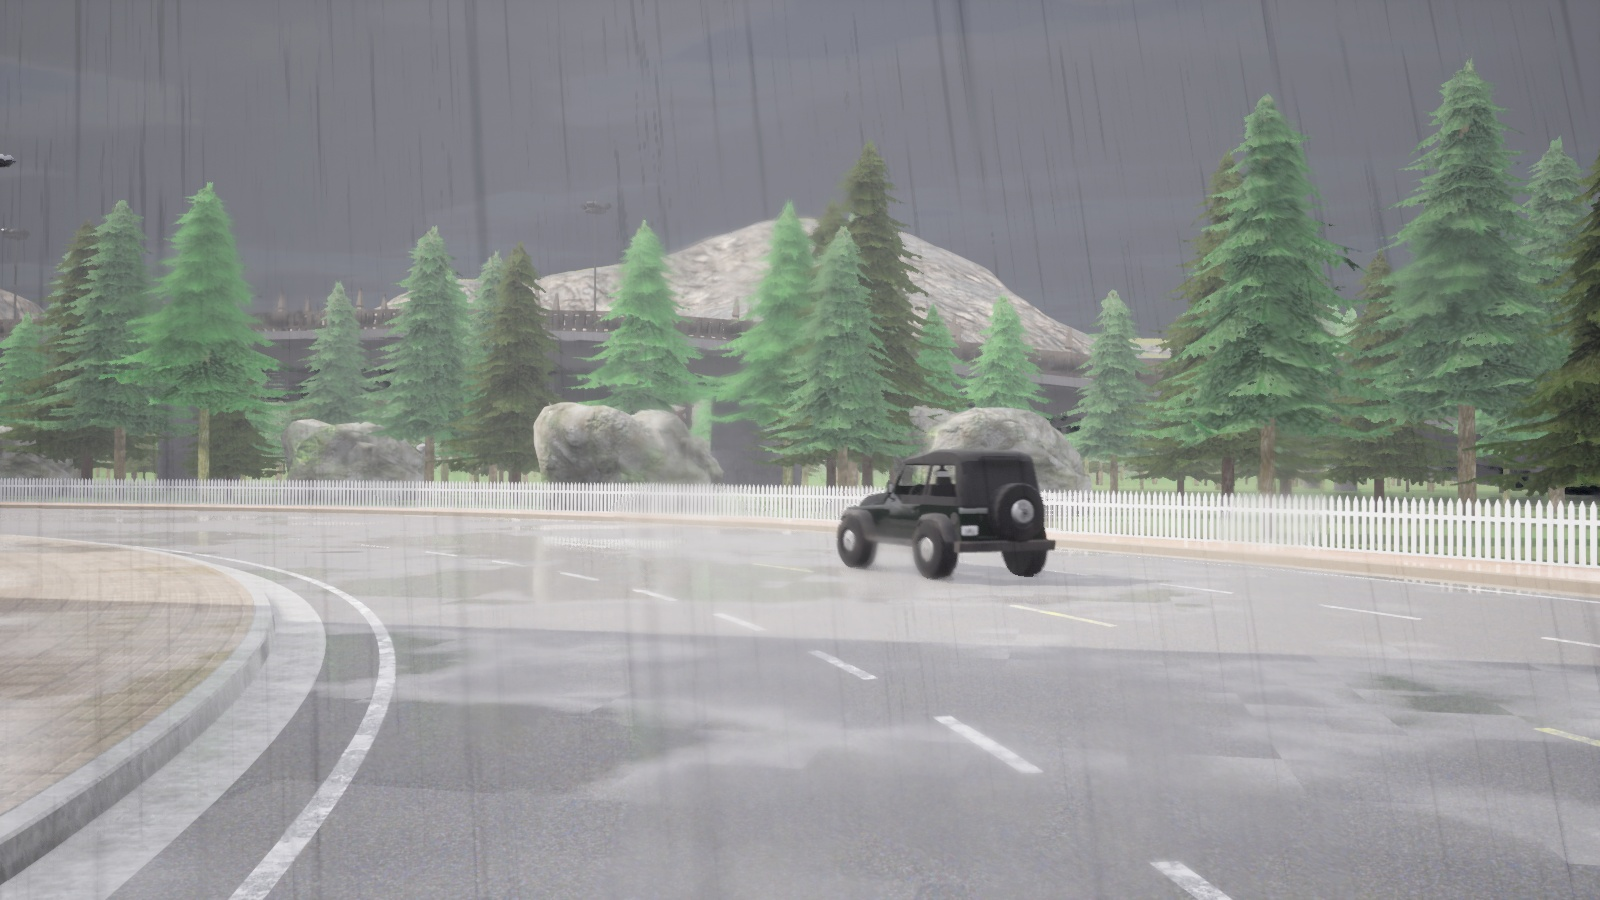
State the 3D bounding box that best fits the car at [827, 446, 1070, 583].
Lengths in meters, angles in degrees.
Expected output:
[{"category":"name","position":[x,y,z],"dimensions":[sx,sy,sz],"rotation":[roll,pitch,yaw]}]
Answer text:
[{"category":"car","position":[2.169,0.926,19.378],"dimensions":[1.905,1.878,3.866],"rotation":[0,-1,-27]}]
